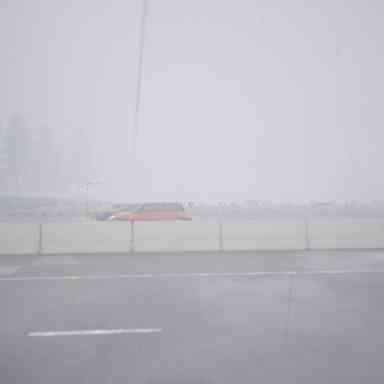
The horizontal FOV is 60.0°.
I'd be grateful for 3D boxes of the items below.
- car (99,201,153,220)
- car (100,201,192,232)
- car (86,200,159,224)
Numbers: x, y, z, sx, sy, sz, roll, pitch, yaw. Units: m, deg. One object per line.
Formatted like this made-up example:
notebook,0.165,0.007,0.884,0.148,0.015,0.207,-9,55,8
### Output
car,-5.439,1.514,27.968,4.181,1.385,1.994,0,0,-4
car,-2.196,1.312,17.653,4.553,1.767,2.097,0,0,-4
car,-5.013,1.436,24.488,5.008,1.535,1.882,0,0,-4
